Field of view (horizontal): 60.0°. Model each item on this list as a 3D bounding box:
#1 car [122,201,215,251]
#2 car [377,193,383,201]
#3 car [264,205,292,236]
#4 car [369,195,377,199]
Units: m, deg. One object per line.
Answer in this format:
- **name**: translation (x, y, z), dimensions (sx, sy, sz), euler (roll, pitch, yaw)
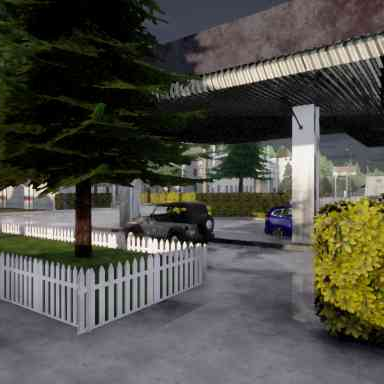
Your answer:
- **car**: translation (-0.947, 1.313, 13.813), dimensions (3.866, 1.878, 1.905), euler (0, 0, 35)
- **car**: translation (25.808, 1.077, 43.496), dimensions (1.905, 1.878, 3.866), euler (0, 0, 35)
- **car**: translation (5.854, 1.480, 15.962), dimensions (4.611, 1.667, 2.242), euler (0, 0, 35)
- **car**: translation (33.073, 1.298, 60.237), dimensions (2.007, 1.523, 4.514), euler (0, 0, 35)
